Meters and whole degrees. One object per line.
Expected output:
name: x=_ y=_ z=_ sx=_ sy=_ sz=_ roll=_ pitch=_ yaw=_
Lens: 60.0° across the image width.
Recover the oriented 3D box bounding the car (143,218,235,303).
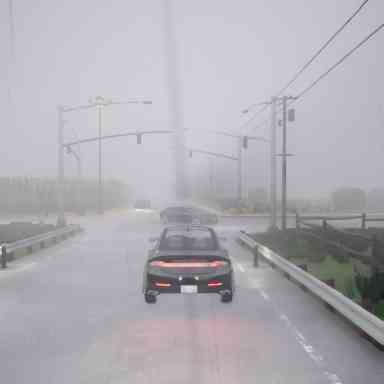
car: x=-0.098 y=1.613 z=8.444 sx=2.128 sy=1.511 sz=4.902 roll=0 pitch=-2 yaw=-1

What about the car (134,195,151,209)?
car: x=-6.359 y=1.469 z=42.914 sx=1.994 sy=1.385 sz=4.181 roll=0 pitch=1 yaw=-7

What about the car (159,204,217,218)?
car: x=-0.349 y=1.731 z=25.007 sx=4.892 sy=1.490 sz=1.837 roll=1 pitch=4 yaw=38
